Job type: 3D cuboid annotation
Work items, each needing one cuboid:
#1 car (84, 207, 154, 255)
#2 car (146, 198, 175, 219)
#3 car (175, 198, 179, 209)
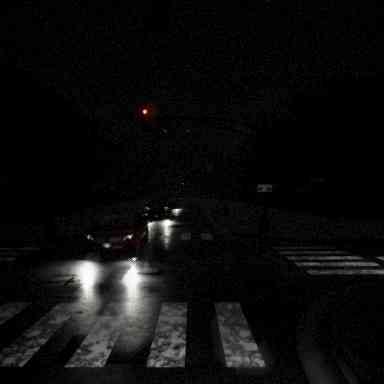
[{"bbox_3d":[-2.845,1.530,13.446,1.812,1.442,4.674,0,0,0],"label":"car"},{"bbox_3d":[-2.835,1.367,28.698,2.097,1.767,4.553,0,0,0],"label":"car"},{"bbox_3d":[-2.810,1.503,45.844,1.882,1.535,5.008,0,0,0],"label":"car"}]
